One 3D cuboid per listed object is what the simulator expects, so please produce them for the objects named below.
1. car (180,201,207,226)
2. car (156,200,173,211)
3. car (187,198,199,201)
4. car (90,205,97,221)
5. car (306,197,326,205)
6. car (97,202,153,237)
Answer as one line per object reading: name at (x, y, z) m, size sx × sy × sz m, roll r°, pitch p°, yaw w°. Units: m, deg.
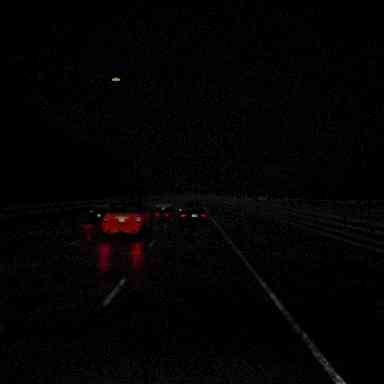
car at (0.099, 1.580, 23.860) m, size 2.033 × 1.411 × 5.357 m, roll 0°, pitch 0°, yaw 0°
car at (-3.406, 1.675, 41.829) m, size 1.895 × 1.301 × 4.718 m, roll 0°, pitch 0°, yaw 0°
car at (0.094, 1.554, 42.610) m, size 1.882 × 1.535 × 5.008 m, roll 0°, pitch 0°, yaw 0°
car at (-6.902, 1.563, 26.993) m, size 1.812 × 1.442 × 4.674 m, roll 0°, pitch 0°, yaw 0°
car at (25.406, 1.771, 68.291) m, size 2.033 × 1.649 × 4.856 m, roll 0°, pitch 0°, yaw -22°
car at (-3.398, 1.370, 18.221) m, size 2.097 × 1.767 × 4.553 m, roll 1°, pitch 0°, yaw 0°
